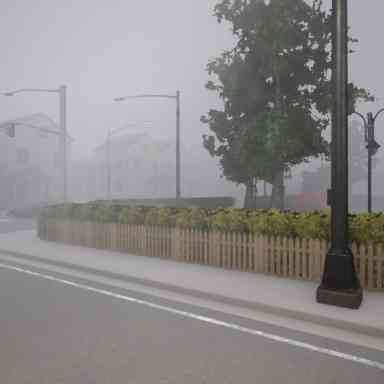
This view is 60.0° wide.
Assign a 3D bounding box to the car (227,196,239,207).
[{"bbox_3d":[4.875,1.564,49.126,1.994,1.385,4.181,0,0,35],"label":"car"}]

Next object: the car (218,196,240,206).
[{"bbox_3d":[6.484,1.500,57.754,1.837,1.490,4.892,0,0,35],"label":"car"}]

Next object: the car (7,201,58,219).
[{"bbox_3d":[-13.288,1.547,29.468,2.033,1.411,5.357,0,0,35],"label":"car"}]
